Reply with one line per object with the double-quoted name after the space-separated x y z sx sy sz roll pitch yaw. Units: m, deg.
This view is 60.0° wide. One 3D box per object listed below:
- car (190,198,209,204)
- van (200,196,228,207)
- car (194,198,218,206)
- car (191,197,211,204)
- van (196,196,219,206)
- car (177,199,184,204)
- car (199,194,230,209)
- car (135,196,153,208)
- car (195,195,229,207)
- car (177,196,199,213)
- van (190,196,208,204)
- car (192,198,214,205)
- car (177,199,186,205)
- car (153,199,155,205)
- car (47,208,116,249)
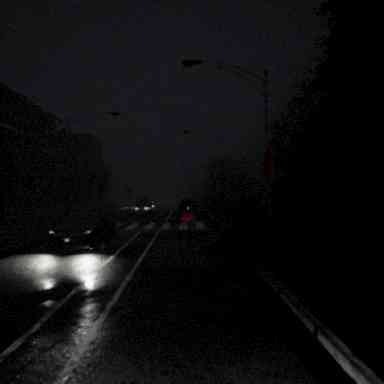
2.051 2.468 90.401 4.674 1.452 2.002 1 -1 -24 "car"
3.871 1.650 57.881 4.442 1.987 1.878 1 -2 -23 "van"
3.066 2.181 72.625 4.792 1.488 2.163 1 -1 -23 "car"
2.393 2.217 84.464 4.553 1.767 2.185 1 -1 -24 "car"
3.290 1.875 69.708 4.442 1.987 1.878 1 -1 -23 "van"
-3.048 2.421 87.053 1.895 1.301 4.718 0 -1 -4 "car"
4.369 1.378 46.026 5.566 2.045 2.435 1 -2 -23 "car"
-8.541 1.638 57.898 2.150 2.045 5.566 0 -1 -2 "car"
3.651 1.682 60.800 5.566 2.045 2.435 1 -2 -23 "car"
-0.491 1.471 36.905 1.837 1.490 4.892 0 -1 -2 "car"
1.953 2.245 93.423 4.442 1.987 1.878 1 -1 -24 "van"
2.597 2.299 81.506 4.892 1.521 2.231 1 -1 -23 "car"
-2.499 2.308 77.337 1.994 1.385 4.181 0 -1 -3 "car"
-9.284 2.211 73.830 1.837 1.490 4.892 0 -1 -3 "car"
-4.510 1.455 14.276 1.812 1.442 4.674 0 0 0 "car"
